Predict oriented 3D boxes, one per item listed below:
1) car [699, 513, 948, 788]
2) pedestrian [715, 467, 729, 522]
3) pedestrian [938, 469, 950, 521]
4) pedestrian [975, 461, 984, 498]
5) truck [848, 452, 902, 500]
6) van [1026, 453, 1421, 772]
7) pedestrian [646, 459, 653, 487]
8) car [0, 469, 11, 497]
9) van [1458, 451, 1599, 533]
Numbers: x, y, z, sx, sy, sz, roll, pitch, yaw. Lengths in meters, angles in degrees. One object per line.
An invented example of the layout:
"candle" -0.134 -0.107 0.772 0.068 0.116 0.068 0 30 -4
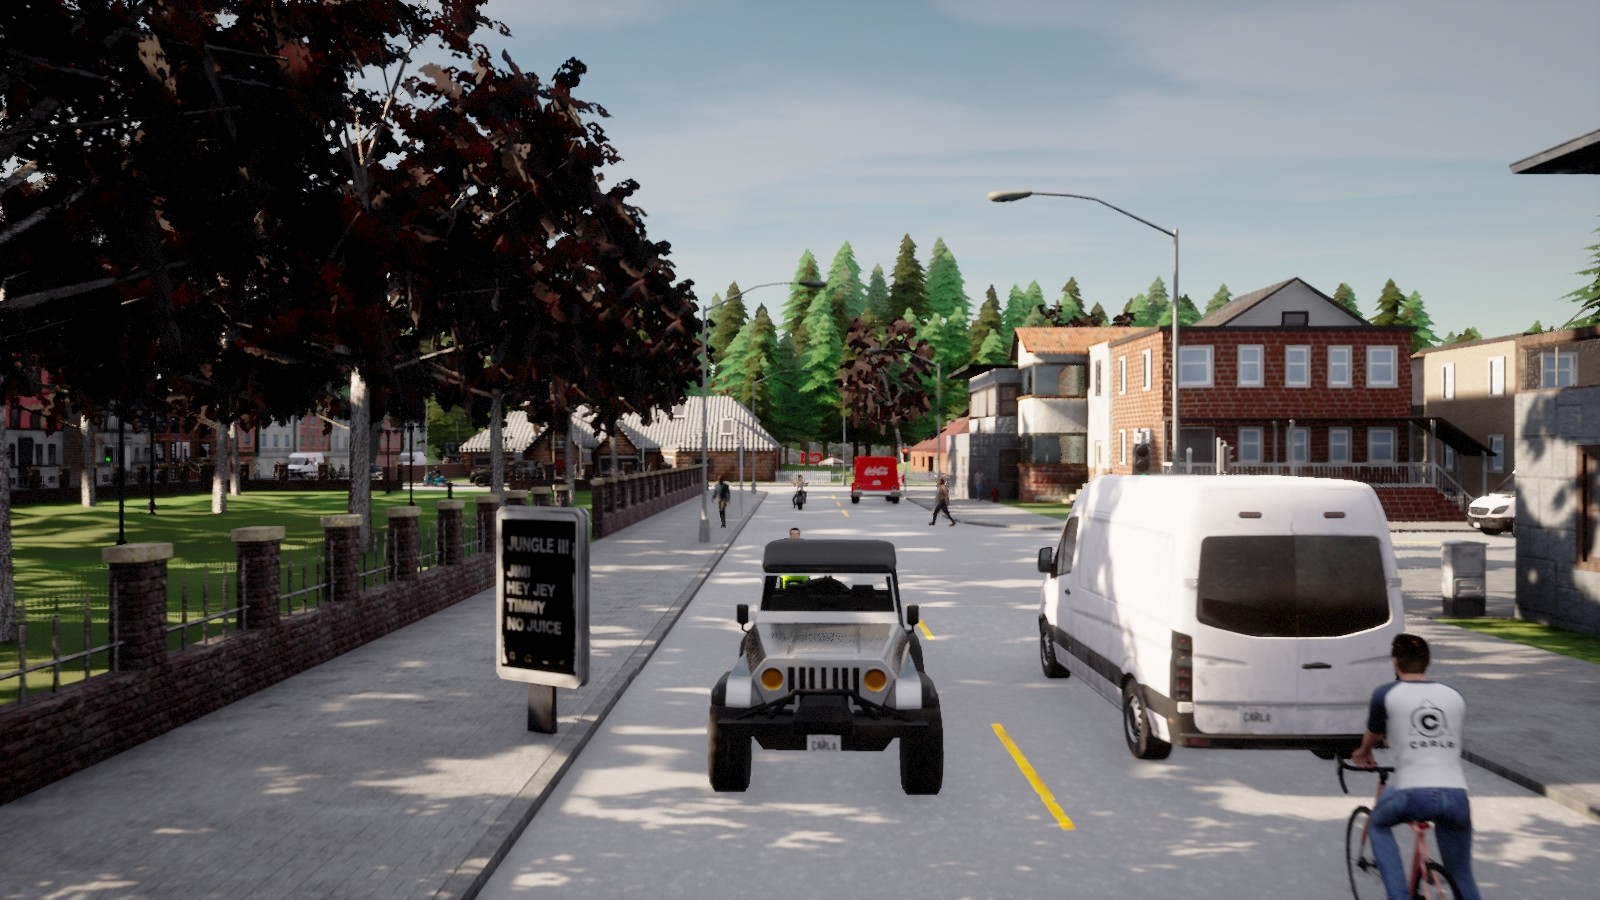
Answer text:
"car" 0.267 1.637 10.690 1.905 1.878 3.866 0 0 3
"pedestrian" -2.658 1.525 39.186 0.375 1.860 0.375 0 0 15
"pedestrian" 5.212 1.628 41.381 0.375 1.860 0.375 0 0 2
"pedestrian" 9.231 1.524 58.854 0.375 1.860 0.375 0 0 -5
"truck" 3.962 1.348 61.123 2.627 2.467 5.204 0 0 1
"van" 3.999 1.314 12.163 1.988 2.561 5.915 0 0 0
"pedestrian" -10.145 1.526 77.037 0.375 1.860 0.375 0 0 0
"car" -45.290 1.828 61.559 2.128 1.511 4.902 0 0 0
"van" 24.708 1.314 36.788 5.915 2.561 1.988 0 0 0
